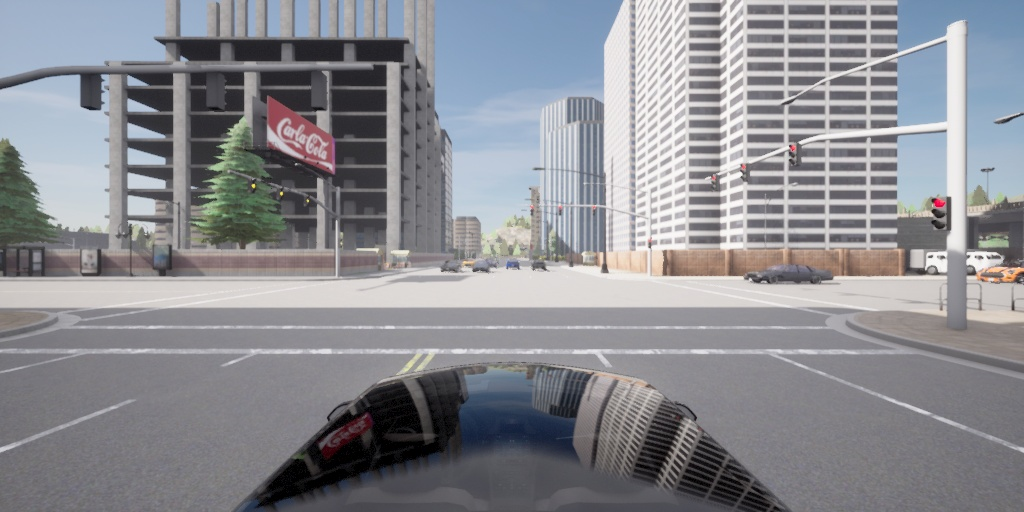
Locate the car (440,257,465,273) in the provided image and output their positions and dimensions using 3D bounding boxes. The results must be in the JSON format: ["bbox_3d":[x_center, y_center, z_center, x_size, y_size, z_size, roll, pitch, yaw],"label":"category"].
[{"bbox_3d":[-7.074,1.227,41.865,1.837,1.490,4.892,0,0,0],"label":"car"}]

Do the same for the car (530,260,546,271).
[{"bbox_3d":[3.621,1.222,49.303,1.837,1.490,4.892,0,0,0],"label":"car"}]

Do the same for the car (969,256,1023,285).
[{"bbox_3d":[36.426,1.084,25.585,4.553,1.767,2.097,0,0,0],"label":"car"}]

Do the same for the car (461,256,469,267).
[{"bbox_3d":[-7.039,1.188,59.970,1.882,1.535,5.008,0,0,0],"label":"car"}]

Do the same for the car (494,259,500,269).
[{"bbox_3d":[-3.553,1.063,57.358,2.097,1.767,4.553,0,0,0],"label":"car"}]

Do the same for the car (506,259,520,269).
[{"bbox_3d":[0.123,1.191,54.880,1.882,1.535,5.008,0,0,0],"label":"car"}]

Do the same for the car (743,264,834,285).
[{"bbox_3d":[19.647,1.281,25.536,5.357,1.411,2.033,0,0,0],"label":"car"}]

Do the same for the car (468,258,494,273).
[{"bbox_3d":[-3.575,1.268,42.321,2.033,1.411,5.357,0,0,0],"label":"car"}]
